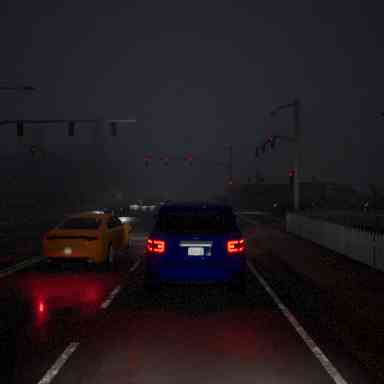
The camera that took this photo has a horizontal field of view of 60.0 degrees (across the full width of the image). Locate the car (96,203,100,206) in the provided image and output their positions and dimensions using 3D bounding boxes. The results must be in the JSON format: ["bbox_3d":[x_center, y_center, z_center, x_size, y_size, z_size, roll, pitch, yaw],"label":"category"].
[{"bbox_3d":[-10.503,1.601,41.554,1.895,1.301,4.718,0,0,0],"label":"car"}]

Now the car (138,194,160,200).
[{"bbox_3d":[-6.964,1.547,54.487,2.033,1.411,5.357,0,0,0],"label":"car"}]

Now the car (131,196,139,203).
[{"bbox_3d":[-10.429,1.491,60.355,2.128,1.511,4.902,0,0,0],"label":"car"}]

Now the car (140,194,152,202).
[{"bbox_3d":[-10.324,1.355,75.359,2.097,1.767,4.553,0,0,0],"label":"car"}]

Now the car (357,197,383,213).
[{"bbox_3d":[20.513,1.352,36.282,4.553,1.767,2.097,0,0,-1],"label":"car"}]

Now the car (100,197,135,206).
[{"bbox_3d":[-7.026,1.525,31.690,1.812,1.442,4.674,0,0,0],"label":"car"}]

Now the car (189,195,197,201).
[{"bbox_3d":[0.208,1.540,88.996,2.033,1.411,5.357,0,0,0],"label":"car"}]

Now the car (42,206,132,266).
[{"bbox_3d":[-3.397,1.478,11.629,1.882,1.535,5.008,0,0,0],"label":"car"}]

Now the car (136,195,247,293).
[{"bbox_3d":[0.083,1.221,9.007,2.150,2.045,5.566,0,0,0],"label":"car"}]

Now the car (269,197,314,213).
[{"bbox_3d":[10.731,1.352,36.062,4.553,1.767,2.097,0,0,-1],"label":"car"}]
